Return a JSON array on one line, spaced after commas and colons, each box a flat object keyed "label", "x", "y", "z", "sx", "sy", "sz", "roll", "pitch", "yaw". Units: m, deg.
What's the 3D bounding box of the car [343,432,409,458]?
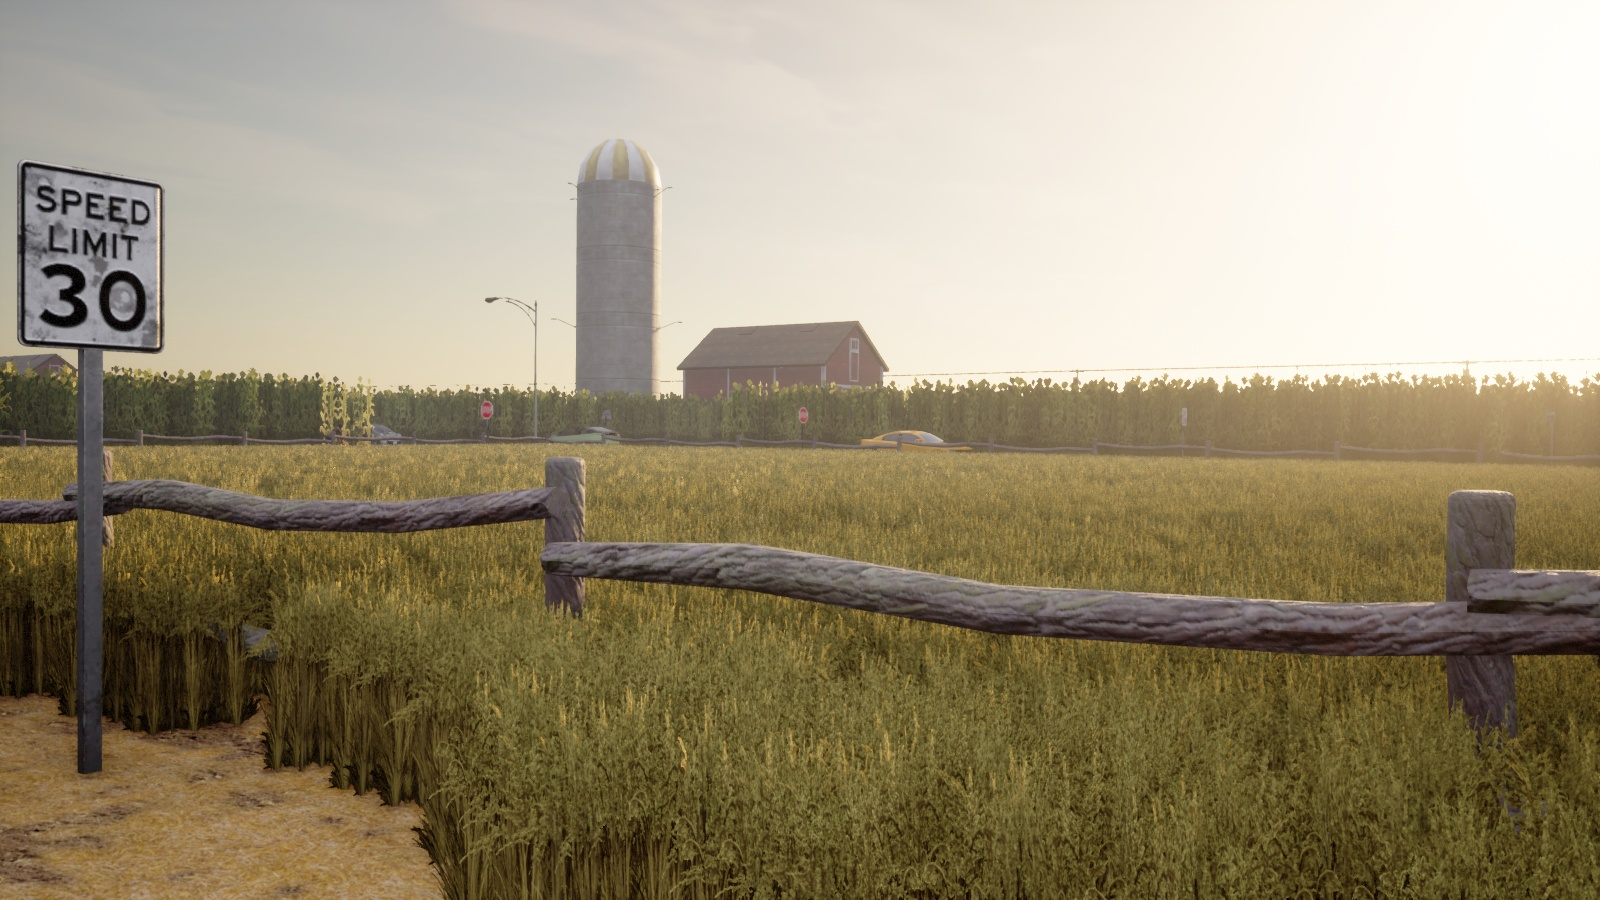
[{"label": "car", "x": -24.831, "y": -0.291, "z": 73.466, "sx": 3.633, "sy": 1.501, "sz": 1.845, "roll": 0, "pitch": 1, "yaw": 36}]

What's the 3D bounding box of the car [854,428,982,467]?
[{"label": "car", "x": 4.881, "y": -0.138, "z": 52.222, "sx": 5.008, "sy": 1.535, "sz": 1.882, "roll": 1, "pitch": 1, "yaw": 36}]

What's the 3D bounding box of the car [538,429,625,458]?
[{"label": "car", "x": -11.855, "y": -0.360, "z": 67.995, "sx": 4.514, "sy": 1.525, "sz": 2.007, "roll": 1, "pitch": 2, "yaw": 36}]
